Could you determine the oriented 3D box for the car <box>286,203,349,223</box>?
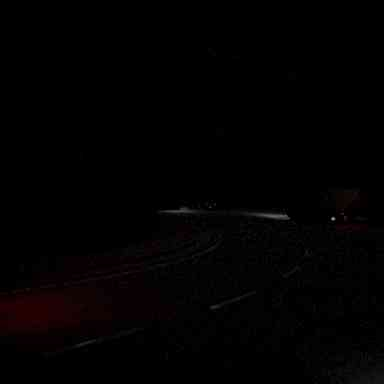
[{"bbox_3d":[8.839,1.489,24.338,1.895,1.301,4.718,0,0,-15],"label":"car"}]

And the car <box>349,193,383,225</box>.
[{"bbox_3d":[12.928,1.096,22.780,2.150,2.045,5.566,0,0,-13],"label":"car"}]

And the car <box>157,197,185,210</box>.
[{"bbox_3d":[-3.256,1.368,40.509,1.882,1.535,5.008,0,0,-34],"label":"car"}]

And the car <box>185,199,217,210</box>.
[{"bbox_3d":[0.947,1.472,40.741,1.895,1.301,4.718,0,0,-33],"label":"car"}]
